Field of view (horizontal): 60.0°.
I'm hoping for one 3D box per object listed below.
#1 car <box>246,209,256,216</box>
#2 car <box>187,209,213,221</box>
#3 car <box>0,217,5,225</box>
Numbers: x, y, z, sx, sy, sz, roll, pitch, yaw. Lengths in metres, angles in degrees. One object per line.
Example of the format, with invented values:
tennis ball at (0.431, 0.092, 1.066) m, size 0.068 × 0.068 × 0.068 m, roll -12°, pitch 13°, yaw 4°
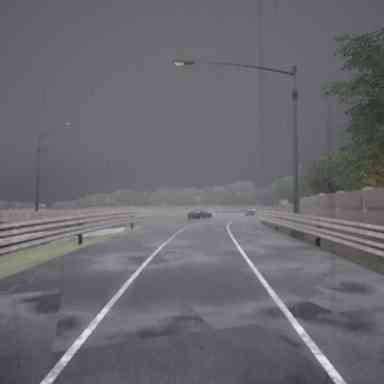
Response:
car at (13.457, 4.752, 75.884) m, size 1.837 × 1.490 × 4.892 m, roll -1°, pitch -3°, yaw 14°
car at (1.217, 3.249, 47.363) m, size 1.882 × 1.535 × 5.008 m, roll -1°, pitch -3°, yaw 31°
car at (-16.666, 1.938, 25.039) m, size 4.553 × 1.767 × 2.097 m, roll 3°, pitch -4°, yaw -44°
